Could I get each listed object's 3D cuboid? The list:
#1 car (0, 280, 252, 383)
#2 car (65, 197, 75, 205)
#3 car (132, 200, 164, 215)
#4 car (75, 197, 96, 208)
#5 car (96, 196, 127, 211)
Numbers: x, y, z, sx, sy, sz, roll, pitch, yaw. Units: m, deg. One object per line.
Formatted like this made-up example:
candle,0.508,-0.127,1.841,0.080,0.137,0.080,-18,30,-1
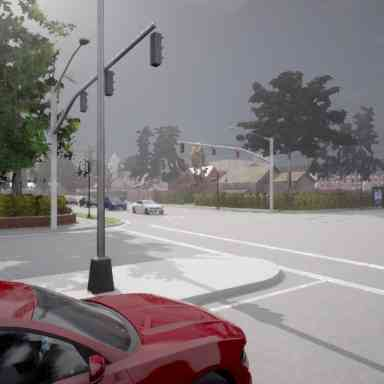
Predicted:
car,-1.717,1.478,2.544,5.008,1.535,1.882,0,0,-35
car,-21.047,1.564,57.083,1.994,1.385,4.181,0,0,-34
car,-4.647,1.526,34.364,1.812,1.442,4.674,0,0,-35
car,-15.248,1.505,49.021,1.837,1.490,4.892,0,0,-36
car,-9.855,1.352,41.567,2.097,1.767,4.553,0,0,-36
